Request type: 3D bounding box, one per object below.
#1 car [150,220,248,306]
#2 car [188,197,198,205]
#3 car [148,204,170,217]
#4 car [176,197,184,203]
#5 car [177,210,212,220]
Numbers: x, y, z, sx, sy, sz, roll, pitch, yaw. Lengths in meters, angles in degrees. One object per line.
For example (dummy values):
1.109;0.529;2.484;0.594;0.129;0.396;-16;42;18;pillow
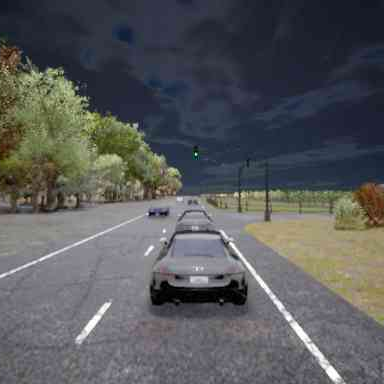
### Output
0.125;1.622;8.201;1.994;1.385;4.181;0;-1;0;car
0.227;1.845;71.545;2.097;1.767;4.553;0;0;0;car
-3.303;1.843;34.394;1.895;1.301;4.718;0;0;0;car
-3.254;2.124;87.986;1.812;1.442;4.674;0;0;0;car
0.153;1.694;18.190;1.994;1.385;4.181;0;0;0;car
